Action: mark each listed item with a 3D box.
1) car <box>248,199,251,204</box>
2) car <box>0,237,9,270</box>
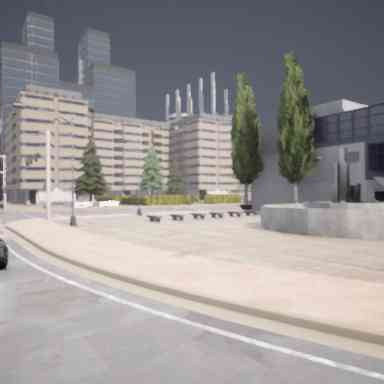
[{"bbox_3d":[12.740,1.624,65.711,4.553,1.767,2.097,0,0,-34],"label":"car"},{"bbox_3d":[-7.283,1.683,10.727,1.994,1.385,4.181,0,0,-38],"label":"car"}]
